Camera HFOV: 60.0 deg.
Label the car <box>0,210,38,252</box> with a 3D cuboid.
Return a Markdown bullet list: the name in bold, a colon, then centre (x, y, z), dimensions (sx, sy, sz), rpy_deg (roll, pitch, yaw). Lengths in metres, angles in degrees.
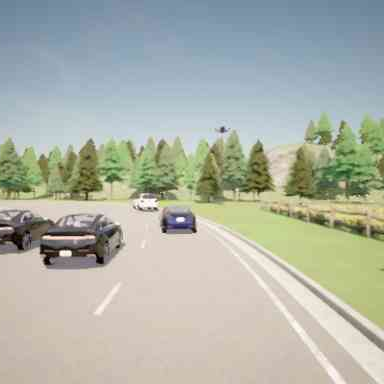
- **car**: centre (-7.306, 1.493, 13.922), dimensions (2.128, 1.511, 4.902), rpy_deg (0, 0, -5)

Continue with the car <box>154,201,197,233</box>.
- **car**: centre (-0.936, 1.505, 19.933), dimensions (2.163, 1.488, 4.792), rpy_deg (0, 0, -8)

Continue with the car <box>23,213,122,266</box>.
- **car**: centre (-3.638, 1.493, 11.618), dimensions (2.128, 1.511, 4.902), rpy_deg (0, 0, -3)

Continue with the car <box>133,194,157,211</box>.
- **car**: centre (-5.740, 1.224, 40.467), dimensions (2.150, 2.045, 5.566), rpy_deg (0, 0, -20)
